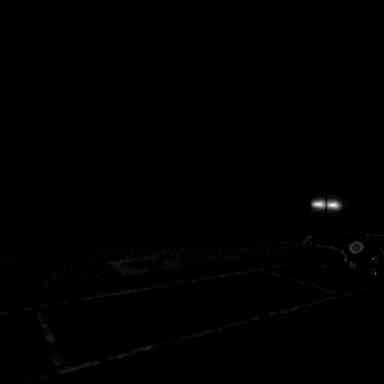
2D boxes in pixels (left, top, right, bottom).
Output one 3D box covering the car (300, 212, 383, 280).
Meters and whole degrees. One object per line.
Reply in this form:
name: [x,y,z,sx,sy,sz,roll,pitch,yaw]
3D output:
car: [4.963,1.316,9.419,4.097,1.590,1.967,0,0,-32]
